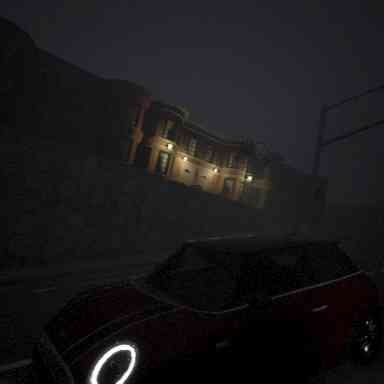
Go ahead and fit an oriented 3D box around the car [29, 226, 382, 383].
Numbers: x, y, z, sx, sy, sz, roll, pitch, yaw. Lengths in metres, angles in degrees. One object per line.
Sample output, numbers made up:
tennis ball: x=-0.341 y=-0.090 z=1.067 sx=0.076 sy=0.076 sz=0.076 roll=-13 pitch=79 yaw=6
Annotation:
car: x=0.455 y=1.399 z=4.321 sx=4.553 sy=1.767 sz=2.097 roll=1 pitch=-1 yaw=-35
